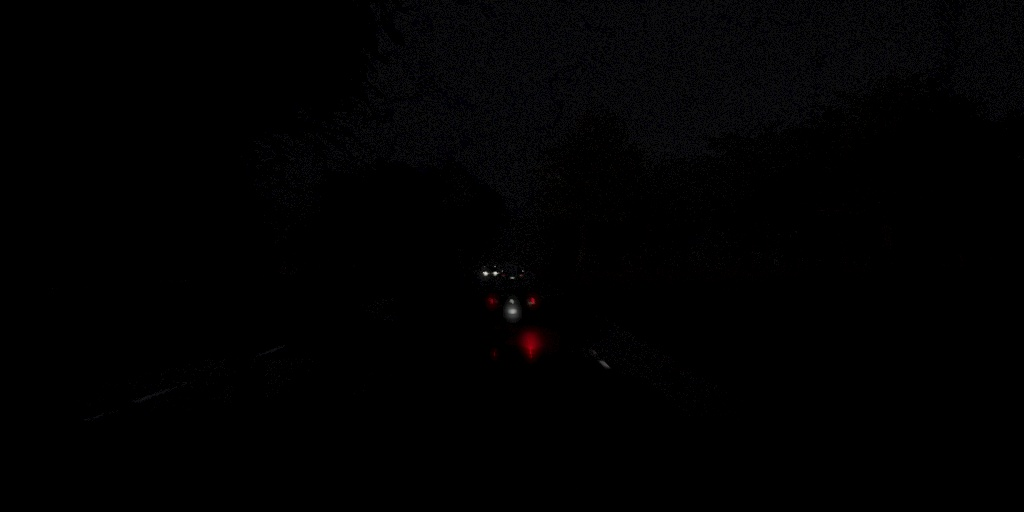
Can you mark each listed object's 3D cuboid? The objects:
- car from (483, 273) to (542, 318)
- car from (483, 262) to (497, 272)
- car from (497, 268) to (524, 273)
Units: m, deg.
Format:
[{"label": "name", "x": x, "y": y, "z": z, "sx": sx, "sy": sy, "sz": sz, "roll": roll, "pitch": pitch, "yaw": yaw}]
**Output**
[{"label": "car", "x": 0.041, "y": 1.495, "z": 13.599, "sx": 1.895, "sy": 1.301, "sz": 4.718, "roll": 0, "pitch": -1, "yaw": 1}, {"label": "car", "x": -3.531, "y": 1.768, "z": 59.445, "sx": 2.097, "sy": 1.767, "sz": 4.553, "roll": 0, "pitch": -1, "yaw": 1}, {"label": "car", "x": 0.053, "y": 1.640, "z": 29.289, "sx": 1.994, "sy": 1.385, "sz": 4.181, "roll": 0, "pitch": -1, "yaw": 1}]
